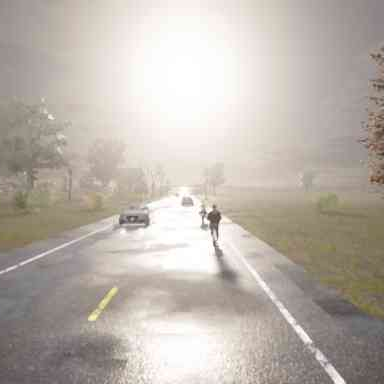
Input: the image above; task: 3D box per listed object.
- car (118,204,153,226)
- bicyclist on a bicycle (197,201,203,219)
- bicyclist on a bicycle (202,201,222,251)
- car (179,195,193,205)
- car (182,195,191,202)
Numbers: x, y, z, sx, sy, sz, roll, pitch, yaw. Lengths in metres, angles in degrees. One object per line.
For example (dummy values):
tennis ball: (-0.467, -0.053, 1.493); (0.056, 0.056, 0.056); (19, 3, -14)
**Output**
car: (-3.820, 1.537, 23.199); (1.994, 1.385, 4.181); (0, 0, -1)
bicyclist on a bicycle: (0.769, 1.408, 23.406); (0.866, 1.612, 1.509); (0, 0, -1)
bicyclist on a bicycle: (0.879, 1.354, 13.228); (0.659, 1.776, 1.843); (0, 0, -1)
car: (-0.802, 1.490, 56.133); (1.994, 1.385, 4.181); (0, 0, -1)
car: (-1.273, 1.439, 73.741); (2.033, 1.411, 5.357); (0, 0, -1)
